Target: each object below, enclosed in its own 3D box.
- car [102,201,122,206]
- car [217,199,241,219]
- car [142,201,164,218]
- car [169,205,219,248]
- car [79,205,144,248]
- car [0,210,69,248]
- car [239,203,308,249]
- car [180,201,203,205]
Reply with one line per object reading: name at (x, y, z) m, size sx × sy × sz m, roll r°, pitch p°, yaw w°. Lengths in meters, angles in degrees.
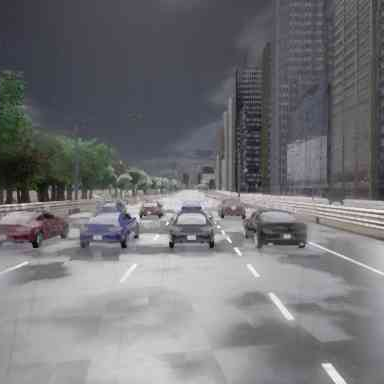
car at (-7.044, 1.554, 29.678) m, size 1.812 × 1.442 × 4.674 m, roll 0°, pitch 0°, yaw 0°
car at (3.455, 1.387, 29.679) m, size 2.097 × 1.767 × 4.553 m, roll 0°, pitch 0°, yaw 0°
car at (-3.545, 1.554, 29.688) m, size 1.812 × 1.442 × 4.674 m, roll 0°, pitch 0°, yaw 0°
car at (-0.011, 1.537, 14.685) m, size 1.812 × 1.442 × 4.674 m, roll 0°, pitch 0°, yaw 0°
car at (-3.511, 1.537, 14.679) m, size 1.812 × 1.442 × 4.674 m, roll 0°, pitch 0°, yaw 0°
car at (-7.010, 1.537, 14.674) m, size 1.812 × 1.442 × 4.674 m, roll 0°, pitch 0°, yaw 0°
car at (3.490, 1.489, 14.690) m, size 1.882 × 1.535 × 5.008 m, roll 0°, pitch 0°, yaw 0°
car at (-0.044, 1.505, 29.699) m, size 1.882 × 1.535 × 5.008 m, roll 0°, pitch 0°, yaw 0°
